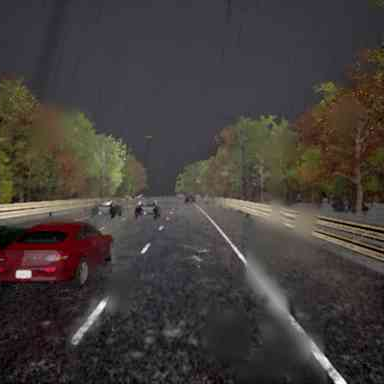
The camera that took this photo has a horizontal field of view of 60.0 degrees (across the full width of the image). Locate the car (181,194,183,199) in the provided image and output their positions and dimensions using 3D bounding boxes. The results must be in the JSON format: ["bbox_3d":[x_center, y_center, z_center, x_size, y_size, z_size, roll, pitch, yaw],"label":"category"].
[{"bbox_3d":[-0.836,1.515,74.736,1.812,1.442,4.674,0,0,-3],"label":"car"}]

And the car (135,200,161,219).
[{"bbox_3d":[-3.698,1.442,28.377,2.128,1.511,4.902,0,0,-1],"label":"car"}]

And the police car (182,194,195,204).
[{"bbox_3d":[-0.375,1.393,64.791,1.930,1.638,5.238,0,0,-2],"label":"police car"}]

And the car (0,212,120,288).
[{"bbox_3d":[-3.444,1.503,9.073,1.812,1.442,4.674,0,0,0],"label":"car"}]

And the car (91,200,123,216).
[{"bbox_3d":[-7.199,1.442,28.410,2.128,1.511,4.902,0,0,-1],"label":"car"}]
